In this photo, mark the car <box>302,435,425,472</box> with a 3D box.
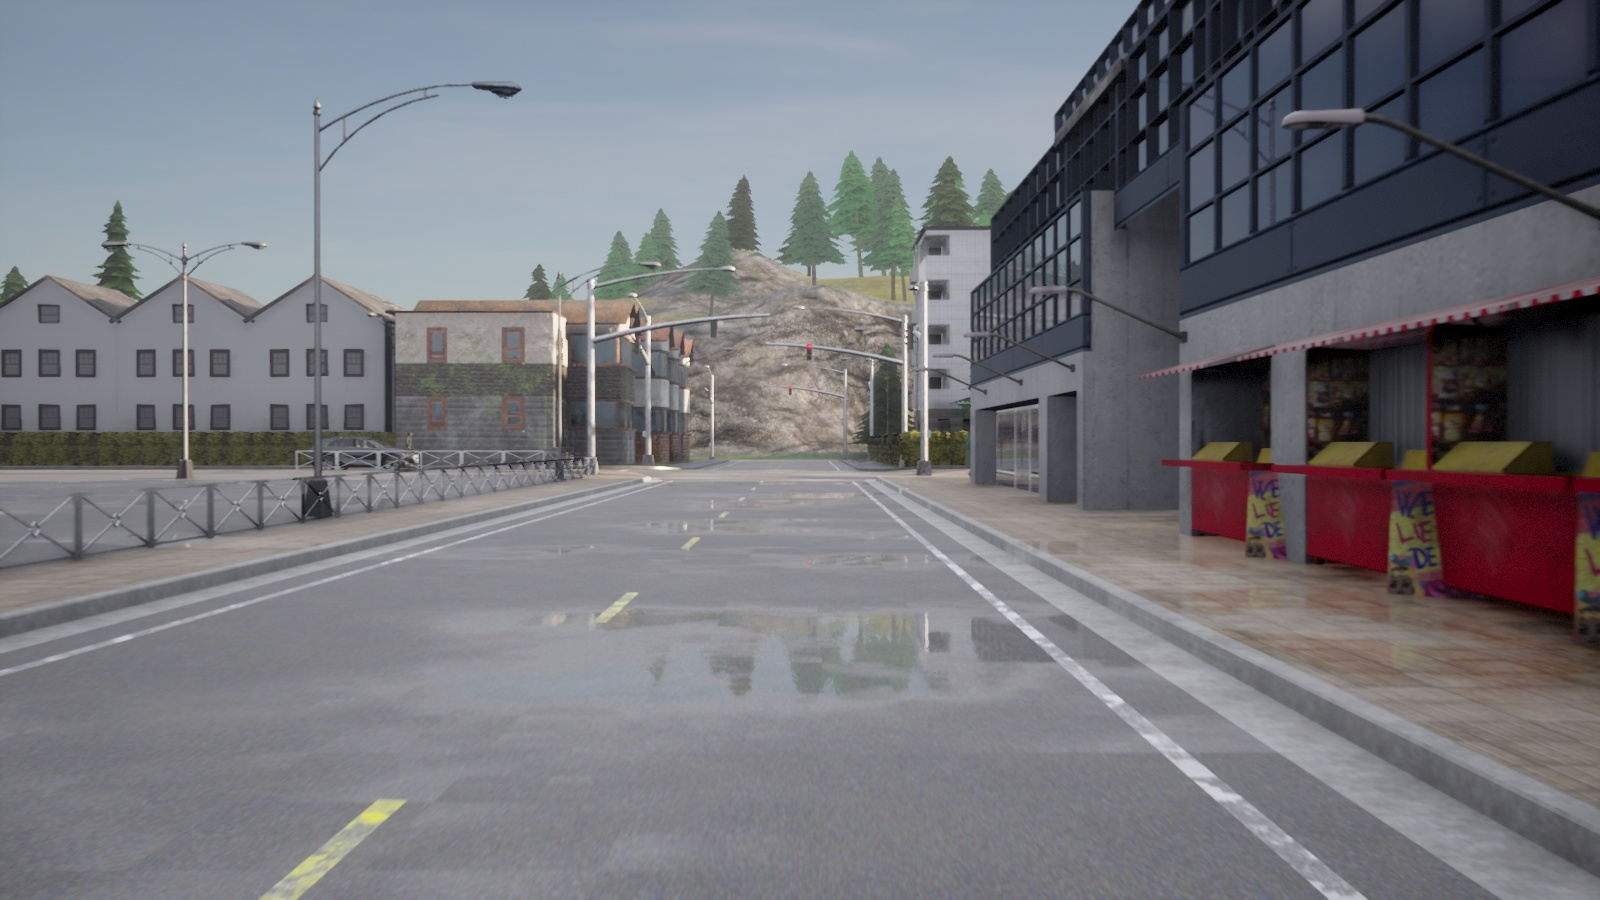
[{"bbox_3d":[-19.680,0.165,56.754,4.856,1.649,2.033,0,0,0],"label":"car"}]
